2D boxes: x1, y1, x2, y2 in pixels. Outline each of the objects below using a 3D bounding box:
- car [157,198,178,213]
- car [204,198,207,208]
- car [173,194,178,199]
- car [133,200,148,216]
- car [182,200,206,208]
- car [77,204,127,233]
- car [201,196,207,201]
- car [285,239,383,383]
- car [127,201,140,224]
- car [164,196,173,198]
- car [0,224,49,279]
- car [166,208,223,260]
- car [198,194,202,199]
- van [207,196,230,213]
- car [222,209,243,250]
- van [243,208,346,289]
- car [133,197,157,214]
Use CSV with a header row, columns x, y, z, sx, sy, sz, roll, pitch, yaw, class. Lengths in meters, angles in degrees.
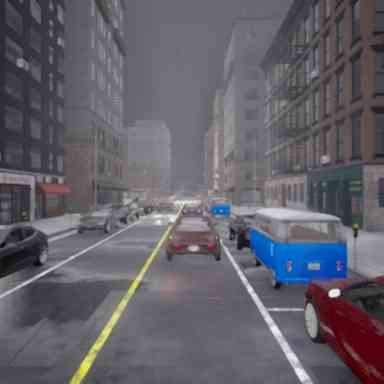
x,y,z,sx,sy,sz,roll,pitch,yaw,class
-2.951,1.720,37.992,1.895,1.301,4.718,0,0,0,car
2.539,1.639,36.212,1.752,1.417,4.829,0,0,0,car
-5.651,1.828,95.151,1.752,1.417,4.829,0,0,0,car
-5.470,1.678,30.611,1.802,1.307,4.206,0,0,0,car
0.010,1.697,30.716,1.895,1.301,4.718,0,0,0,car
-5.440,1.614,19.792,2.008,1.369,4.403,0,0,0,car
2.524,1.570,41.452,1.967,1.590,4.097,0,0,0,car
2.630,1.557,3.586,1.887,1.381,4.507,0,0,0,car
-5.455,1.645,25.201,1.947,1.339,4.313,0,0,0,car
-5.576,1.766,68.476,2.008,1.369,4.403,0,0,0,car
-5.410,1.595,8.973,1.947,1.339,4.313,0,0,0,car
0.052,1.566,12.553,1.812,1.442,4.674,0,0,0,car
2.595,1.528,56.345,2.097,1.767,4.553,0,0,0,car
2.555,1.437,30.633,1.690,1.788,3.998,0,0,0,van
2.600,1.612,14.405,1.947,1.339,4.313,0,0,0,car
2.615,1.371,8.996,1.690,1.788,3.998,0,0,0,van
-5.485,1.428,36.021,2.192,1.841,5.009,0,0,0,car
